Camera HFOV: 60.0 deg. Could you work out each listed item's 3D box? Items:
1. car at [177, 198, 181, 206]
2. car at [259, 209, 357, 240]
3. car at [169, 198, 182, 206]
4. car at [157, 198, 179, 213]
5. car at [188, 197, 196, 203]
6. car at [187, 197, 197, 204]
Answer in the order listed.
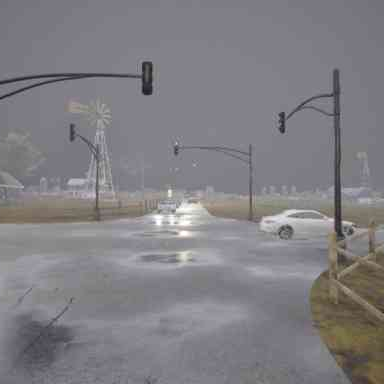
[{"bbox_3d":[-2.860,1.644,48.582,1.837,1.490,4.892,0,0,0],"label":"car"},{"bbox_3d":[5.780,1.599,16.742,4.674,1.442,1.812,0,-1,0],"label":"car"},{"bbox_3d":[-2.843,1.746,59.146,2.033,1.411,5.357,0,0,0],"label":"car"},{"bbox_3d":[-2.866,1.691,38.199,1.895,1.301,4.718,0,0,0],"label":"car"},{"bbox_3d":[-0.042,1.861,79.163,1.812,1.442,4.674,0,0,0],"label":"car"},{"bbox_3d":[0.056,1.789,69.151,1.812,1.442,4.674,0,0,0],"label":"car"}]
